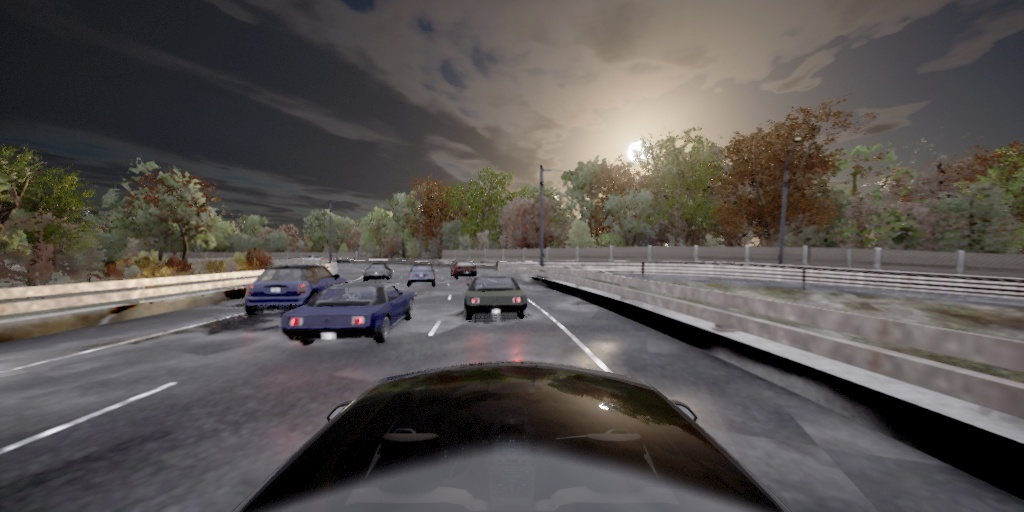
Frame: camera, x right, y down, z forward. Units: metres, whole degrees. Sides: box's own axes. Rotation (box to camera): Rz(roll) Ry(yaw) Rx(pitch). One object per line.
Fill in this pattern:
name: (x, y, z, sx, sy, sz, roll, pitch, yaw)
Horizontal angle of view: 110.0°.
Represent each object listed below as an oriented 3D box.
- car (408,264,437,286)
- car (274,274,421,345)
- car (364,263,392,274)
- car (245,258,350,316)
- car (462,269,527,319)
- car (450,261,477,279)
car: (-6.251, 1.272, 25.018, 2.033, 1.411, 5.357, 0, 0, -12)
car: (-3.895, 1.349, 9.530, 1.895, 1.301, 4.718, 0, 0, -4)
car: (-11.004, 1.296, 29.612, 1.994, 1.385, 4.181, 0, 0, -15)
car: (-7.858, 1.107, 13.652, 2.097, 1.767, 4.553, 0, 0, -7)
car: (-0.680, 1.330, 12.739, 1.895, 1.301, 4.718, 0, 0, -6)
car: (-4.350, 1.180, 31.812, 1.882, 1.535, 5.008, 0, 0, -15)
